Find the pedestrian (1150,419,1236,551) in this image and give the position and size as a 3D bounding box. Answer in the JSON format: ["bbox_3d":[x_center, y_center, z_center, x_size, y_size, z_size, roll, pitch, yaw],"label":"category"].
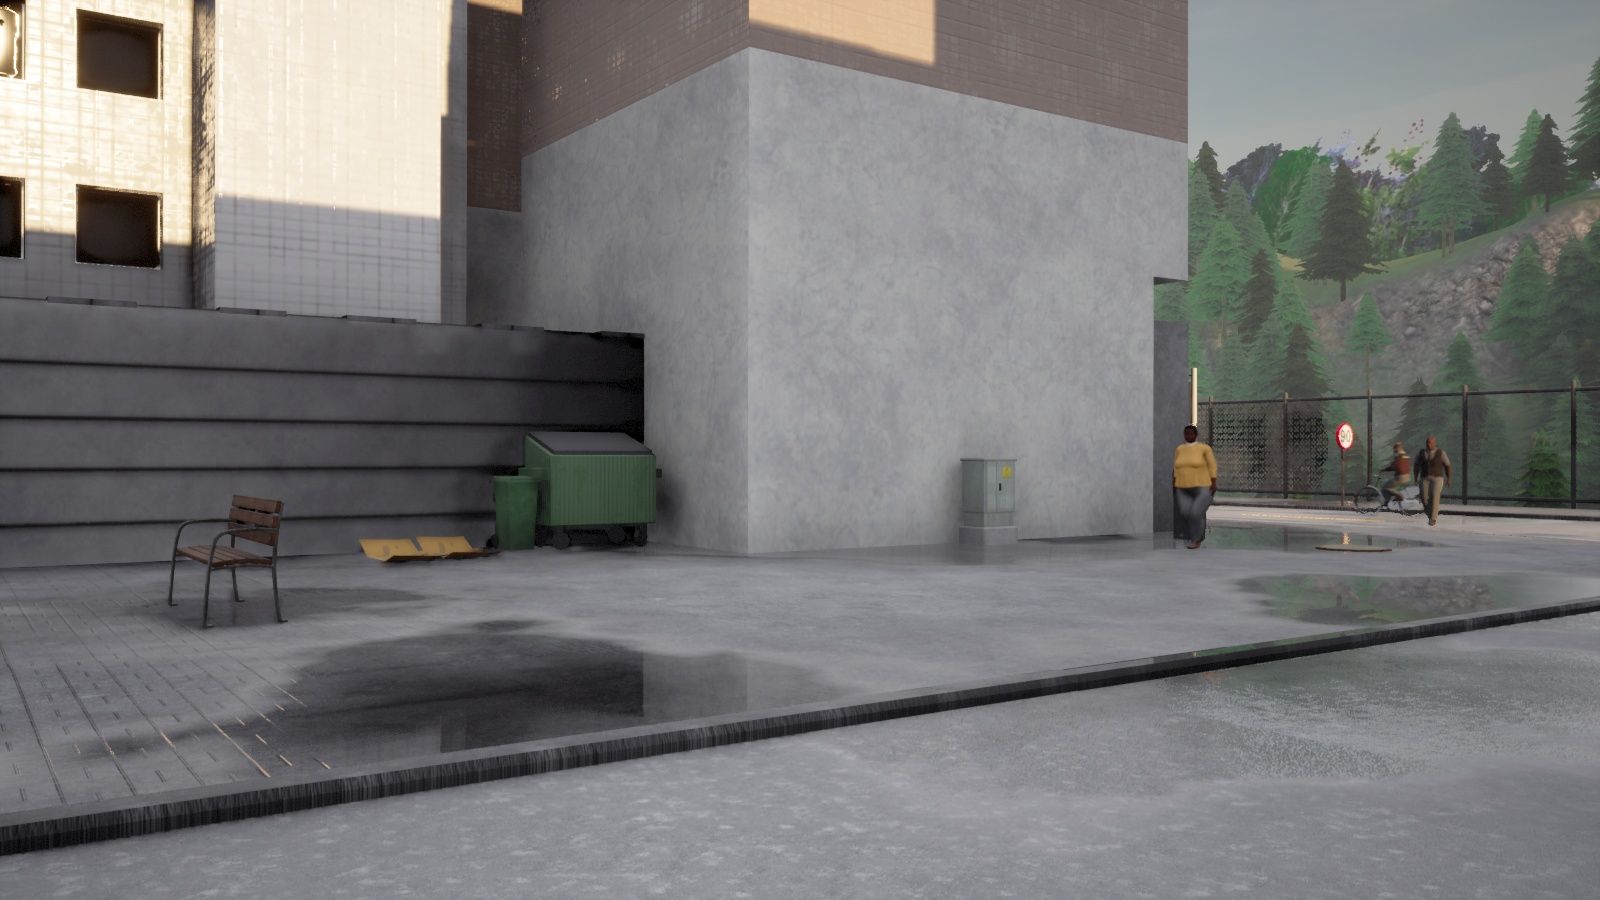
[{"bbox_3d":[5.724,0.495,18.279,0.874,1.855,0.900,0,0,45],"label":"pedestrian"}]

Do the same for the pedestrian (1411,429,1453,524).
[{"bbox_3d":[12.711,0.524,25.258,0.563,1.883,0.849,0,0,41],"label":"pedestrian"}]

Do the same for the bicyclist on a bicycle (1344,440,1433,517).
[{"bbox_3d":[13.947,0.659,29.821,0.659,1.776,1.843,0,0,-33],"label":"bicyclist on a bicycle"}]
